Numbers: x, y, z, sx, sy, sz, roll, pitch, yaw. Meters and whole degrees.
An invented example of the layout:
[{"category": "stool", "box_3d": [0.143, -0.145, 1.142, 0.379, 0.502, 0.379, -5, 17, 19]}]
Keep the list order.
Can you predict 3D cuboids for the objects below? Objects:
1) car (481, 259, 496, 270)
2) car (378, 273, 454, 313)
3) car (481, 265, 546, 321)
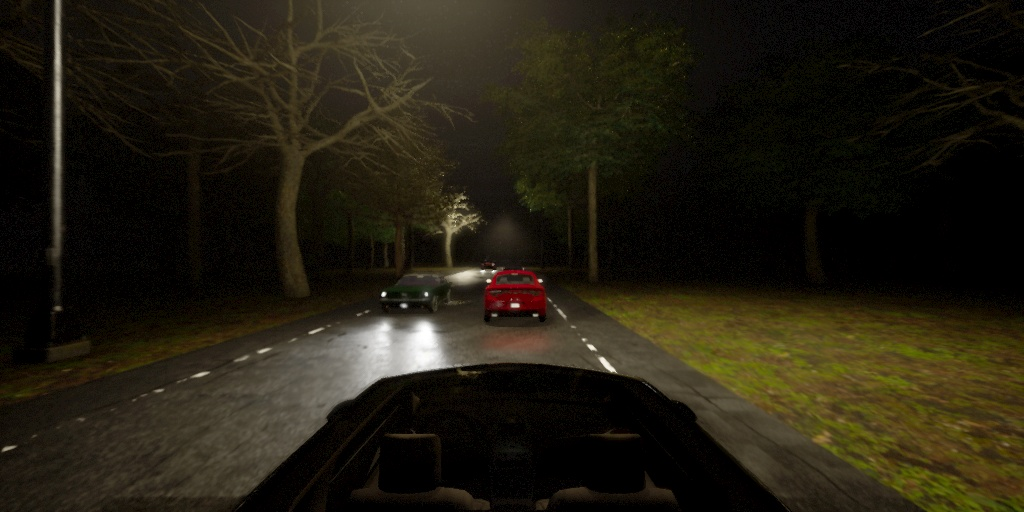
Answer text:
[{"category": "car", "box_3d": [-3.582, 1.327, 55.379, 2.097, 1.767, 4.553, 0, 0, 0]}, {"category": "car", "box_3d": [-3.606, 1.374, 14.239, 1.895, 1.301, 4.718, 0, 0, 0]}, {"category": "car", "box_3d": [0.095, 1.246, 12.589, 1.882, 1.535, 5.008, 0, 0, 0]}]
